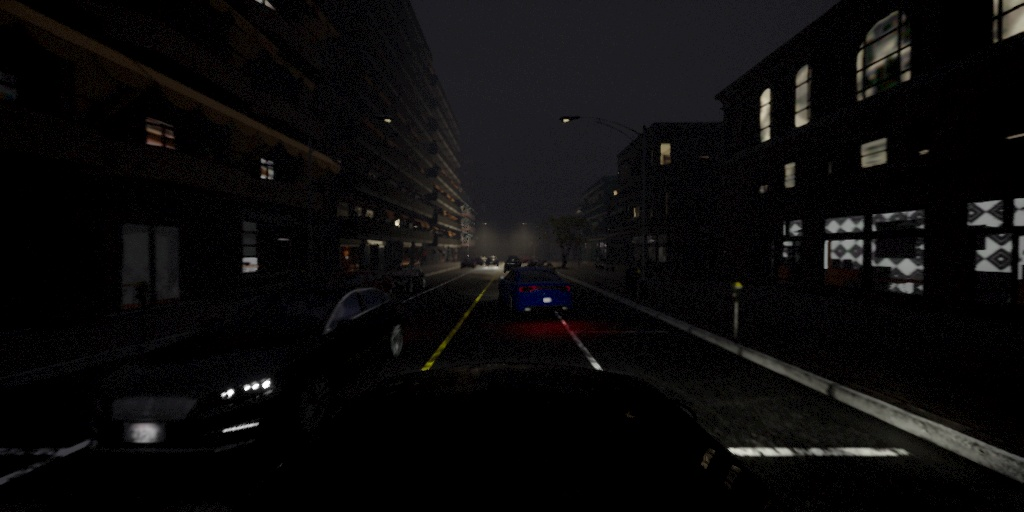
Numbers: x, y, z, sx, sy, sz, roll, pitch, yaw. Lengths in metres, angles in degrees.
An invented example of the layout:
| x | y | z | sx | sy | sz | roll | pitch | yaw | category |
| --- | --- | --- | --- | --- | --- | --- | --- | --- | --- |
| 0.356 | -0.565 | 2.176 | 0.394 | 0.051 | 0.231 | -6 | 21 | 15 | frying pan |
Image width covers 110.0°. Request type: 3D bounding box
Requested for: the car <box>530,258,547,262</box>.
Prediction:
| x | y | z | sx | sy | sz | roll | pitch | yaw | category |
| --- | --- | --- | --- | --- | --- | --- | --- | --- | --- |
| 2.707 | 1.058 | 30.191 | 1.751 | 1.417 | 4.829 | 0 | 0 | 0 | car |

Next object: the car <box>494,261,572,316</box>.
| x | y | z | sx | sy | sz | roll | pitch | yaw | category |
| --- | --- | --- | --- | --- | --- | --- | --- | --- | --- |
| 0.673 | 1.139 | 13.137 | 1.882 | 1.535 | 5.008 | 0 | 1 | -9 | car |

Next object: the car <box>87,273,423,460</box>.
| x | y | z | sx | sy | sz | roll | pitch | yaw | category |
| --- | --- | --- | --- | --- | --- | --- | --- | --- | --- |
| -3.096 | 1.213 | 5.474 | 2.128 | 1.511 | 4.902 | 0 | 0 | 0 | car |

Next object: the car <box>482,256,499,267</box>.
| x | y | z | sx | sy | sz | roll | pitch | yaw | category |
| --- | --- | --- | --- | --- | --- | --- | --- | --- | --- |
| -2.977 | 0.841 | 54.554 | 2.128 | 1.511 | 4.902 | 0 | 0 | 0 | car |

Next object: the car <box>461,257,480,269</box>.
| x | y | z | sx | sy | sz | roll | pitch | yaw | category |
| --- | --- | --- | --- | --- | --- | --- | --- | --- | --- |
| -5.664 | 0.949 | 47.087 | 1.888 | 1.381 | 4.507 | 0 | 0 | 0 | car |

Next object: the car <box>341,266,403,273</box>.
| x | y | z | sx | sy | sz | roll | pitch | yaw | category |
| --- | --- | --- | --- | --- | --- | --- | --- | --- | --- |
| -5.684 | 1.208 | 13.023 | 1.888 | 1.381 | 4.507 | 0 | 0 | 0 | car |

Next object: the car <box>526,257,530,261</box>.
| x | y | z | sx | sy | sz | roll | pitch | yaw | category |
| --- | --- | --- | --- | --- | --- | --- | --- | --- | --- |
| 2.713 | 0.992 | 41.376 | 1.888 | 1.381 | 4.507 | 0 | 0 | 0 | car |

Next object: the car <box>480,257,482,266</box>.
| x | y | z | sx | sy | sz | roll | pitch | yaw | category |
| --- | --- | --- | --- | --- | --- | --- | --- | --- | --- |
| -5.658 | 0.885 | 58.441 | 1.948 | 1.339 | 4.313 | 0 | 0 | 0 | car |

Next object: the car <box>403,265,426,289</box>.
| x | y | z | sx | sy | sz | roll | pitch | yaw | category |
| --- | --- | --- | --- | --- | --- | --- | --- | --- | --- |
| -5.681 | 1.170 | 18.701 | 2.007 | 1.370 | 4.403 | 0 | 0 | 0 | car |

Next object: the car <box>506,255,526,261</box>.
| x | y | z | sx | sy | sz | roll | pitch | yaw | category |
| --- | --- | --- | --- | --- | --- | --- | --- | --- | --- |
| 0.121 | 0.964 | 37.984 | 2.128 | 1.511 | 4.902 | 0 | 0 | 0 | car |
